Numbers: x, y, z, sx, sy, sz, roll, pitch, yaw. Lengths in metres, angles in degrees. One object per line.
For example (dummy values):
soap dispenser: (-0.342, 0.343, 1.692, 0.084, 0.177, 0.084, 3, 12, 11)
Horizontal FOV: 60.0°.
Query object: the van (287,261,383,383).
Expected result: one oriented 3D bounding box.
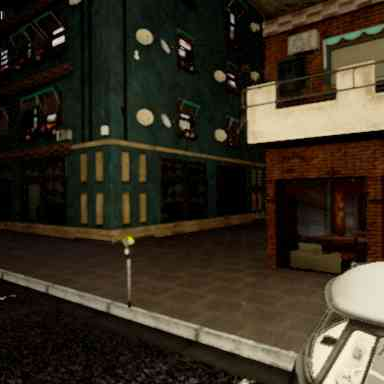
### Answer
van: (2.319, 1.345, 1.238, 3.998, 1.788, 1.690, 0, -1, 35)
